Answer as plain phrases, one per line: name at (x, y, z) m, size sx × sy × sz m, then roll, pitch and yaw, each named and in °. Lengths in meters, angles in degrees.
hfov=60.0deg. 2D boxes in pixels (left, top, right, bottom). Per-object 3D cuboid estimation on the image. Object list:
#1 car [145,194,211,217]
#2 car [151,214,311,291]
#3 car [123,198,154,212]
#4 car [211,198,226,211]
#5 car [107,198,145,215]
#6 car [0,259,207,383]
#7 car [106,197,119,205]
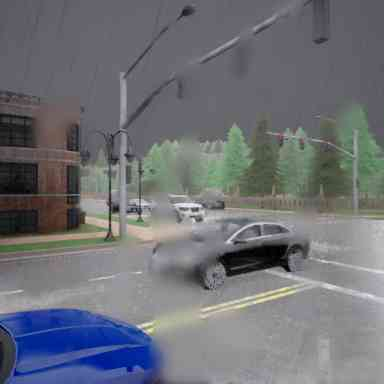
car at (-1.230, 1.221, 25.806) m, size 2.150 × 2.045 × 5.566 m, roll 0°, pitch 0°, yaw -33°
car at (1.202, 1.491, 9.108) m, size 4.902 × 1.511 × 2.128 m, roll 0°, pitch 0°, yaw -35°
car at (-6.349, 1.526, 39.232) m, size 1.812 × 1.442 × 4.674 m, roll 0°, pitch 0°, yaw -35°
car at (1.955, 1.491, 39.813) m, size 2.128 × 1.511 × 4.902 m, roll 0°, pitch 0°, yaw -35°
car at (-6.639, 1.564, 33.513) m, size 1.994 × 1.385 × 4.181 m, roll 0°, pitch 0°, yaw -34°
car at (-2.481, 1.478, 1.971) m, size 5.008 × 1.535 × 1.882 m, roll 0°, pitch 0°, yaw -36°
car at (-12.617, 1.564, 54.574) m, size 1.994 × 1.385 × 4.181 m, roll 0°, pitch 0°, yaw -35°
